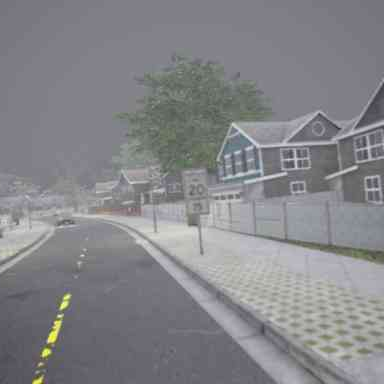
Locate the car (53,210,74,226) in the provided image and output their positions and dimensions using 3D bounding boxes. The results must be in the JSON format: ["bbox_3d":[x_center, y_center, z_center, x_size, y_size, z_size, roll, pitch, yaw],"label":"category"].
[{"bbox_3d":[-15.903,3.371,41.625,2.033,1.411,5.357,-5,-1,-25],"label":"car"}]

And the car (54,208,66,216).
[{"bbox_3d":[-33.414,5.028,84.049,2.097,1.767,4.553,-5,-1,-15],"label":"car"}]

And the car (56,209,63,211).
[{"bbox_3d":[-30.100,4.960,74.454,1.895,1.301,4.718,-5,-1,-21],"label":"car"}]
